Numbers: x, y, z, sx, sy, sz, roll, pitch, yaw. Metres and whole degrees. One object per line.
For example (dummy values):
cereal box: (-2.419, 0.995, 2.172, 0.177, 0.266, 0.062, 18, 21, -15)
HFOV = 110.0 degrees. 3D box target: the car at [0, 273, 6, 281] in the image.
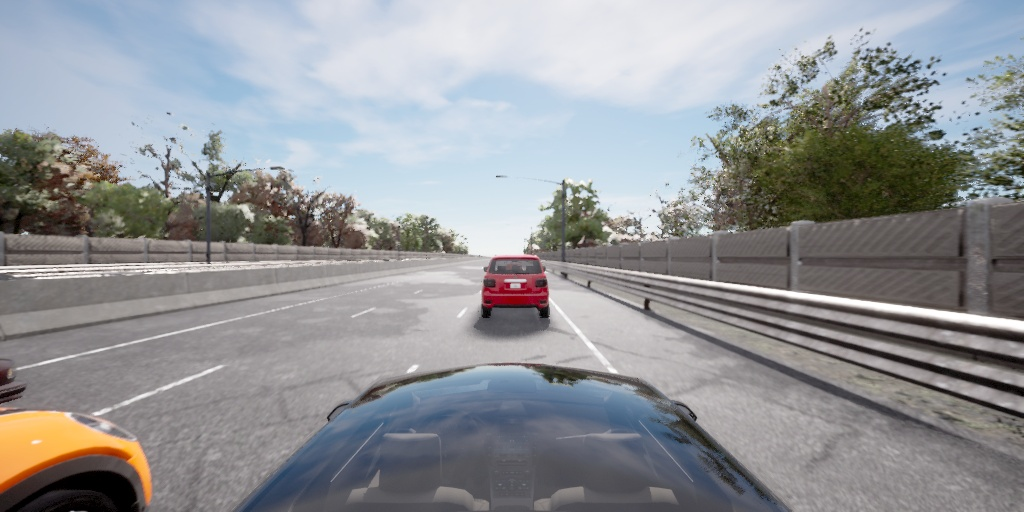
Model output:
car: (-21.093, 1.278, 13.348, 1.812, 1.442, 4.674, 0, 0, 0)

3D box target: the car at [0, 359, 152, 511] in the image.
car: (-3.399, 1.101, 0.418, 2.097, 1.767, 4.553, 0, 0, 0)

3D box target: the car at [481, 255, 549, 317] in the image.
car: (0.102, 0.974, 13.277, 2.150, 2.045, 5.566, 0, 0, 0)

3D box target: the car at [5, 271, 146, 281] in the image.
car: (-17.589, 1.354, 15.546, 1.895, 1.301, 4.718, 0, 0, 0)

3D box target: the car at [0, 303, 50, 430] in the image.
car: (-6.901, 1.297, 1.885, 2.033, 1.411, 5.357, 0, 0, 0)
